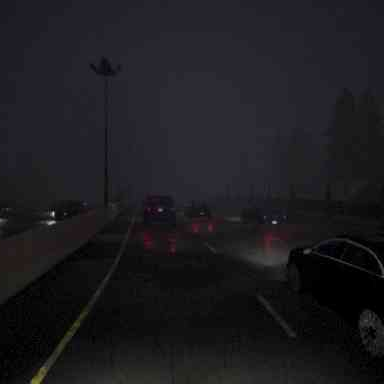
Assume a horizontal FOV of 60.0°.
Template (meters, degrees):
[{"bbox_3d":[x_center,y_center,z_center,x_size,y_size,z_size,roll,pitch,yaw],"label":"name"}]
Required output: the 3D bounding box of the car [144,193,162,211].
[{"bbox_3d":[-5.042,1.221,42.359,2.150,2.045,5.566,0,0,-8],"label":"car"}]

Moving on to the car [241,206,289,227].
[{"bbox_3d":[4.803,1.580,22.791,1.895,1.301,4.718,0,0,-8],"label":"car"}]

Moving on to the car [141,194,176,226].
[{"bbox_3d":[-2.350,1.220,23.411,2.150,2.045,5.566,0,0,-8],"label":"car"}]

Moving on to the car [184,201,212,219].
[{"bbox_3d":[0.445,1.481,28.604,2.128,1.511,4.902,0,0,-8],"label":"car"}]

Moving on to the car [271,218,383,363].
[{"bbox_3d":[3.217,1.481,5.859,2.128,1.511,4.902,0,0,-3],"label":"car"}]
